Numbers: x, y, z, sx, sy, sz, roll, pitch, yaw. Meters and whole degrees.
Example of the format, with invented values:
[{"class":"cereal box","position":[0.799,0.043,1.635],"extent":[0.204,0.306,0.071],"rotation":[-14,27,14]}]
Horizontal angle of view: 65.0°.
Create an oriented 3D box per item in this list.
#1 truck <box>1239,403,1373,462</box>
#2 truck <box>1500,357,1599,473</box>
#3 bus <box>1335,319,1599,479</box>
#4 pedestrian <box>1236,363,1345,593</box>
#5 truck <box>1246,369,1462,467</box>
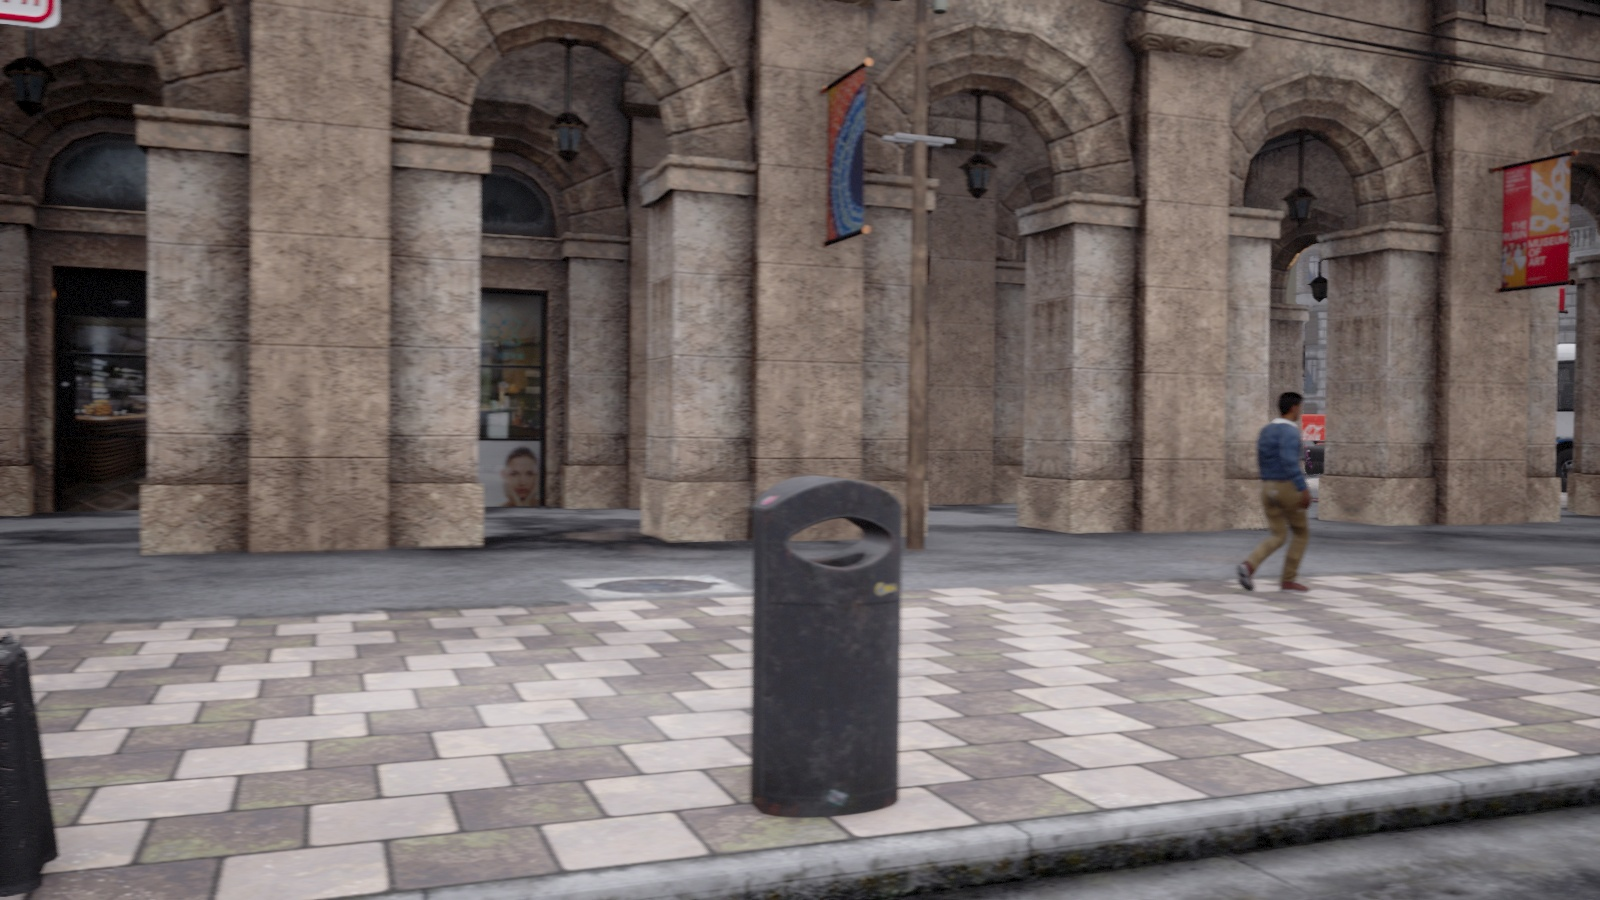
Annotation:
[{"class":"truck","position":[22.271,-0.823,55.563],"extent":[2.627,2.467,5.204],"rotation":[-1,2,-21]},{"class":"truck","position":[25.463,-1.070,37.534],"extent":[2.891,3.462,7.936],"rotation":[-1,1,-21]},{"class":"bus","position":[21.568,-1.428,37.873],"extent":[3.944,4.253,10.273],"rotation":[-1,1,-21]},{"class":"pedestrian","position":[4.285,0.230,10.983],"extent":[0.788,1.949,0.423],"rotation":[-1,1,-17]},{"class":"truck","position":[21.184,-1.205,48.659],"extent":[2.891,3.462,7.936],"rotation":[-1,1,-21]}]
